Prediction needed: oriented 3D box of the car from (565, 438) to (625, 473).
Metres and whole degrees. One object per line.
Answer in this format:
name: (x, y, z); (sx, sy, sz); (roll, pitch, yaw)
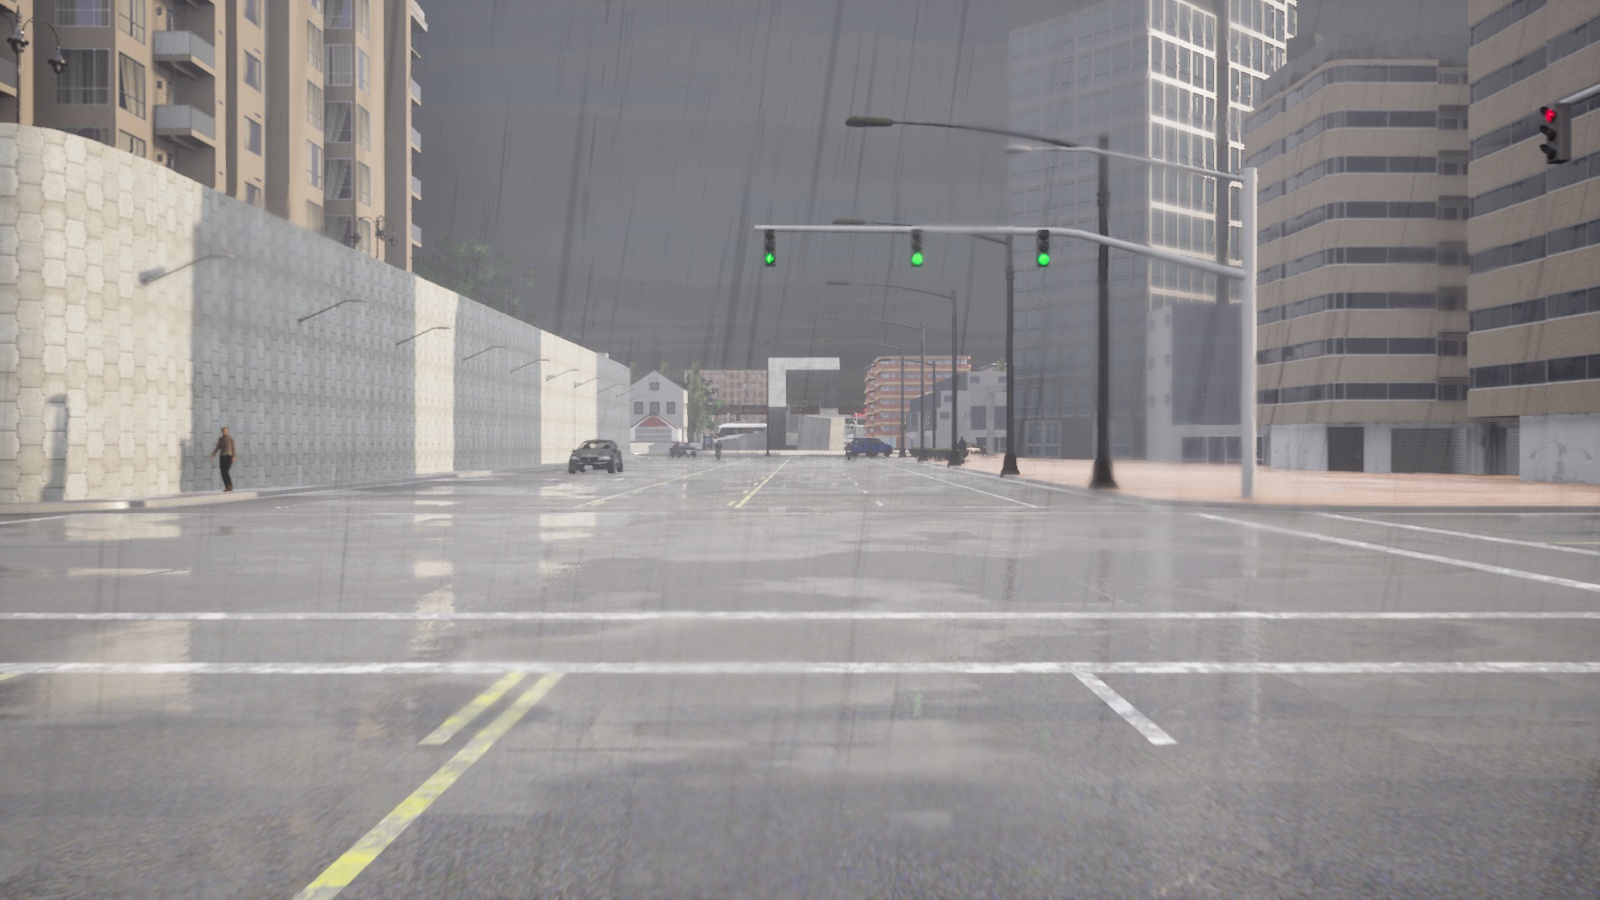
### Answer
car: (-10.130, 0.231, 62.378); (2.242, 1.667, 4.611); (0, 0, 0)

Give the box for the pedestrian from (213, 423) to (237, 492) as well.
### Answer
pedestrian: (-15.595, 0.197, 34.065); (0.331, 1.846, 0.634); (0, 0, 1)
